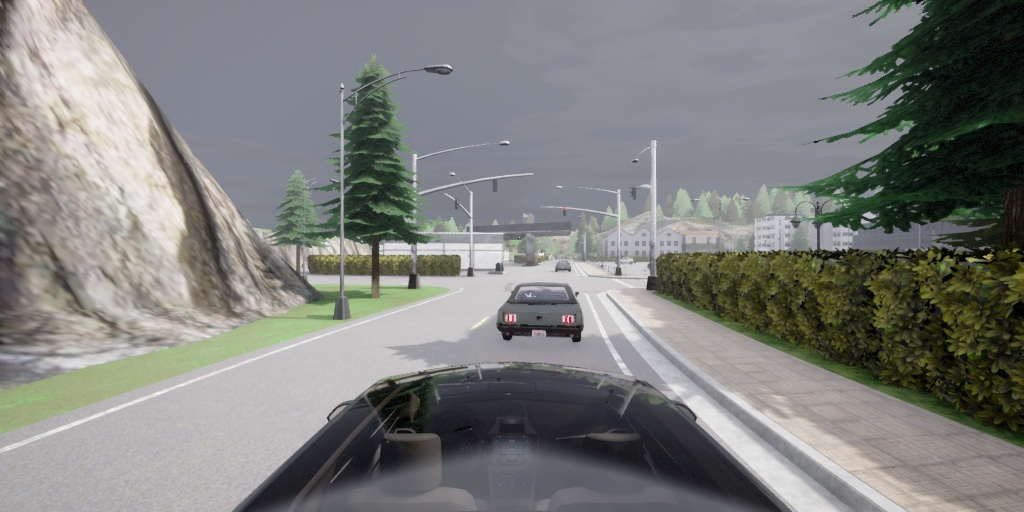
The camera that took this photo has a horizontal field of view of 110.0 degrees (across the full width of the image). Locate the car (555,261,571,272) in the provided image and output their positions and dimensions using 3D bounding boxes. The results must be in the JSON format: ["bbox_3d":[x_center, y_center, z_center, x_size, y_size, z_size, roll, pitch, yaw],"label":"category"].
[{"bbox_3d":[6.550,1.314,45.811,1.994,1.385,4.181,0,0,9],"label":"car"}]

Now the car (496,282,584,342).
[{"bbox_3d":[0.881,1.351,9.770,1.895,1.301,4.718,0,0,8],"label":"car"}]
